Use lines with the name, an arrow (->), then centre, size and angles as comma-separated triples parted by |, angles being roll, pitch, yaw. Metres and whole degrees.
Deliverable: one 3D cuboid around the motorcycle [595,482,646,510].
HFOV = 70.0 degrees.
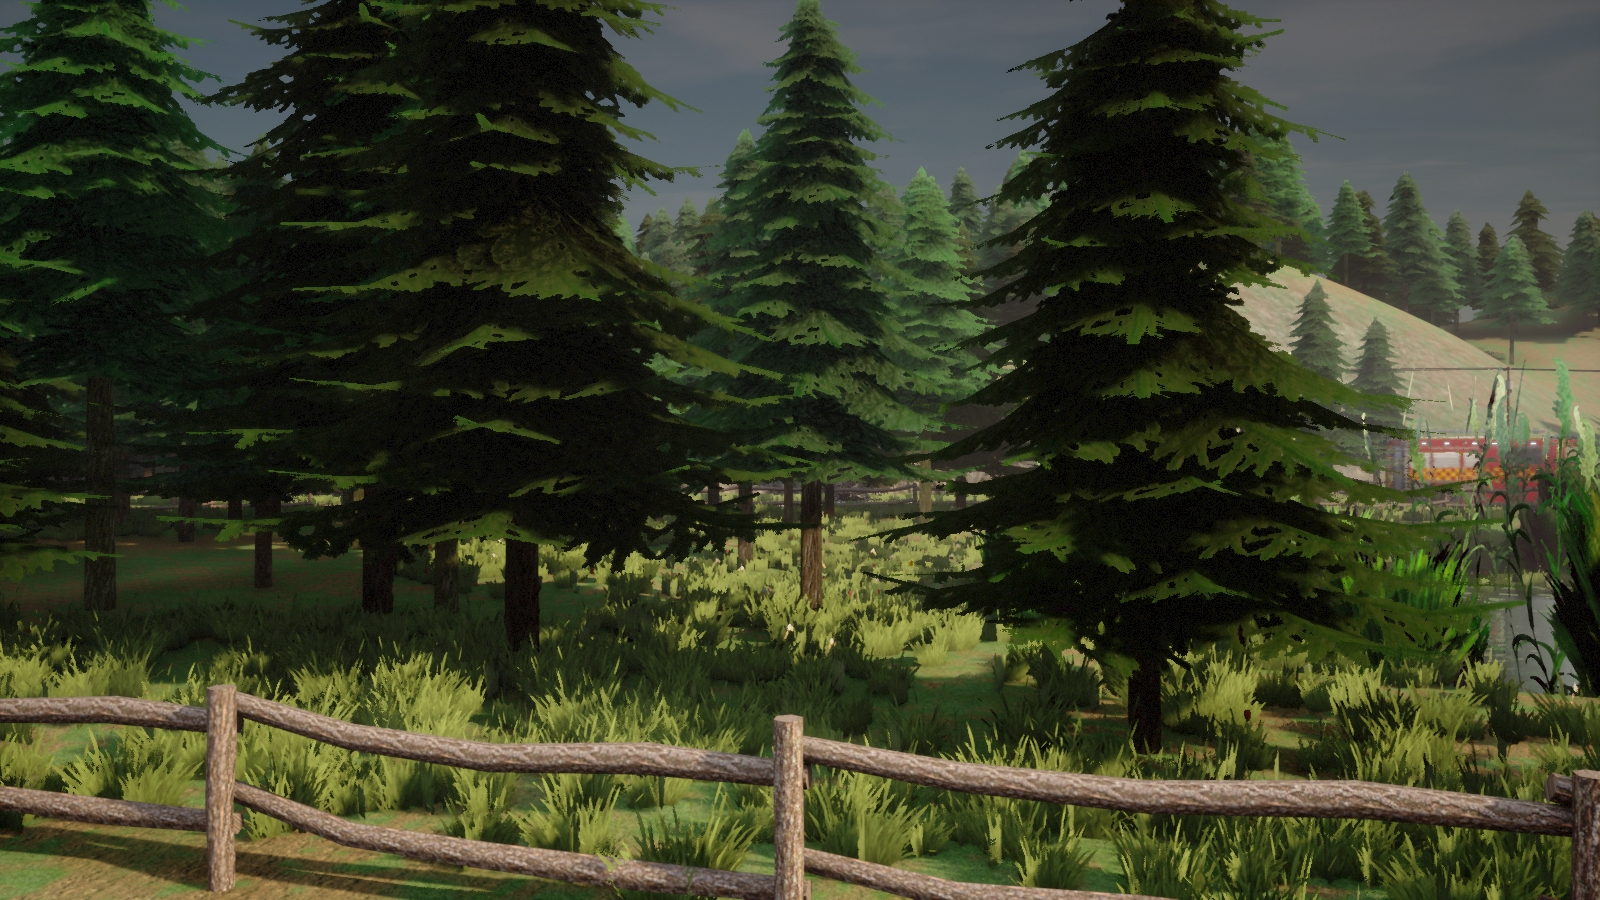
motorcycle -> -8.486, 2.178, 54.103 | 2.209, 1.251, 0.867 | 0, 0, 14
